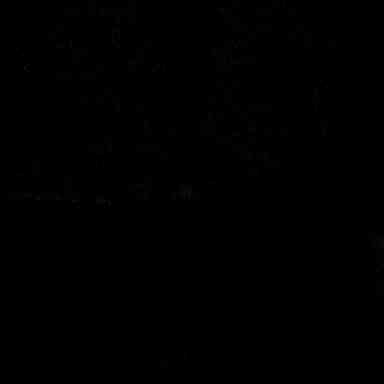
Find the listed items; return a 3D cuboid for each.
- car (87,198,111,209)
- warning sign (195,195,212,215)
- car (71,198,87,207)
[{"bbox_3d":[-13.092,1.654,47.565,1.812,1.442,4.674,0,0,-34],"label":"car"},{"bbox_3d":[1.095,1.178,31.541,1.300,1.860,1.060,0,0,-35],"label":"warning sign"},{"bbox_3d":[-18.910,1.728,55.775,1.994,1.385,4.181,0,0,-35],"label":"car"}]
